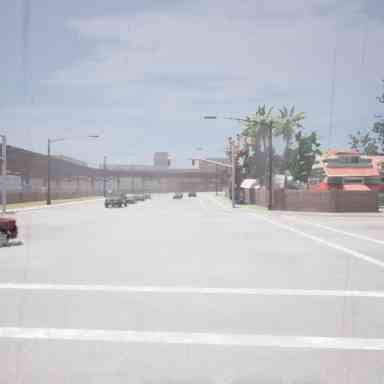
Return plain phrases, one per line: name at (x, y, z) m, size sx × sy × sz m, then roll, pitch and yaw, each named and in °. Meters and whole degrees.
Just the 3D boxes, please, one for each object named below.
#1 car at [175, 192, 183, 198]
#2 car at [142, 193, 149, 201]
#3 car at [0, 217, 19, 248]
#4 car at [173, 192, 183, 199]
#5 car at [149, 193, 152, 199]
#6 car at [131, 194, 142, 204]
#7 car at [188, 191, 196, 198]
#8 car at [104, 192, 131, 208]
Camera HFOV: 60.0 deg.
car at (-3.416, 0.709, 87.201) m, size 1.994 × 1.385 × 4.181 m, roll 0°, pitch 1°, yaw 0°
car at (-10.436, 1.142, 66.245) m, size 1.994 × 1.385 × 4.181 m, roll 0°, pitch 1°, yaw 0°
car at (-9.162, 1.478, 12.492) m, size 1.882 × 1.535 × 5.008 m, roll -1°, pitch 0°, yaw 27°
car at (-3.425, 0.963, 76.883) m, size 1.895 × 1.301 × 4.718 m, roll 0°, pitch 1°, yaw 0°
car at (-10.426, 0.897, 76.577) m, size 1.812 × 1.442 × 4.674 m, roll 0°, pitch 1°, yaw 0°
car at (-10.445, 1.286, 56.527) m, size 2.033 × 1.411 × 5.357 m, roll 0°, pitch 1°, yaw 0°
car at (0.084, 0.519, 86.839) m, size 2.097 × 1.767 × 4.553 m, roll 0°, pitch 1°, yaw 0°
car at (-10.509, 1.082, 46.405) m, size 2.150 × 2.045 × 5.566 m, roll 0°, pitch 1°, yaw 1°
